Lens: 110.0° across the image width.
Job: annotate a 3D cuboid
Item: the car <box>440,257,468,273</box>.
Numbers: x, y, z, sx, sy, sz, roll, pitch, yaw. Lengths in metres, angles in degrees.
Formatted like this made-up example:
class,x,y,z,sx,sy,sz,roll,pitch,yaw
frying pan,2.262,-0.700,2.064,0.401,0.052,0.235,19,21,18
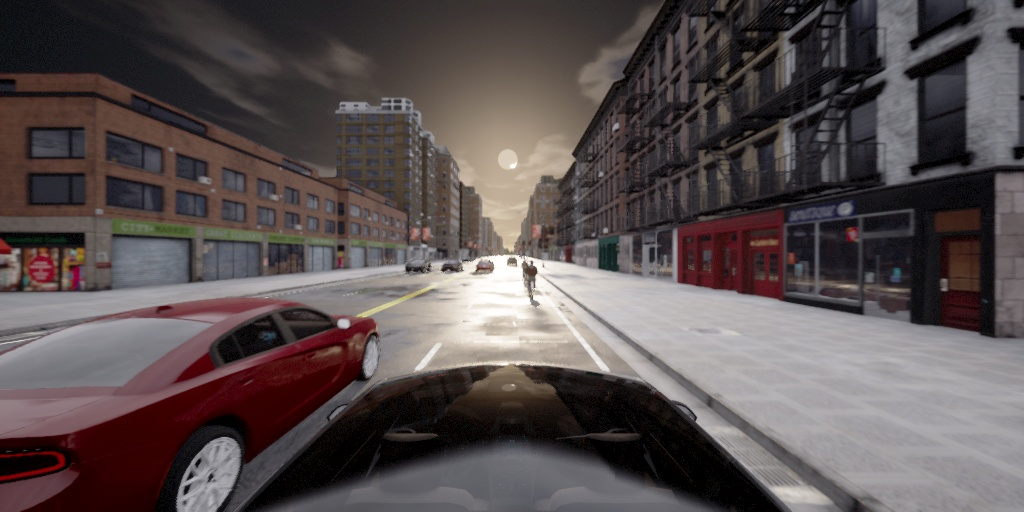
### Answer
class,x,y,z,sx,sy,sz,roll,pitch,yaw
car,-6.593,1.094,39.944,2.033,1.411,5.357,0,0,0

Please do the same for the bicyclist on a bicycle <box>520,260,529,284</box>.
class,x,y,z,sx,sy,sz,roll,pitch,yaw
bicyclist on a bicycle,0.890,1.082,25.237,0.582,1.620,1.656,0,0,0

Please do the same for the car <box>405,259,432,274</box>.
class,x,y,z,sx,sy,sz,roll,pitch,yaw
car,-9.844,1.035,37.992,1.882,1.535,5.008,0,0,0

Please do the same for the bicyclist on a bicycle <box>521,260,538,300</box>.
class,x,y,z,sx,sy,sz,roll,pitch,yaw
bicyclist on a bicycle,0.892,1.047,16.243,0.659,1.776,1.843,0,0,0

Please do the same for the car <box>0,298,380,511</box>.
class,x,y,z,sx,sy,sz,roll,pitch,yaw
car,-3.151,1.216,4.076,1.882,1.535,5.008,0,0,0

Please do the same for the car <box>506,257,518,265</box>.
class,x,y,z,sx,sy,sz,roll,pitch,yaw
car,0.047,0.897,65.137,1.837,1.490,4.892,0,0,0

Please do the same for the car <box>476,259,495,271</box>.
class,x,y,z,sx,sy,sz,roll,pitch,yaw
car,-3.157,1.092,43.034,1.994,1.385,4.181,0,0,0
